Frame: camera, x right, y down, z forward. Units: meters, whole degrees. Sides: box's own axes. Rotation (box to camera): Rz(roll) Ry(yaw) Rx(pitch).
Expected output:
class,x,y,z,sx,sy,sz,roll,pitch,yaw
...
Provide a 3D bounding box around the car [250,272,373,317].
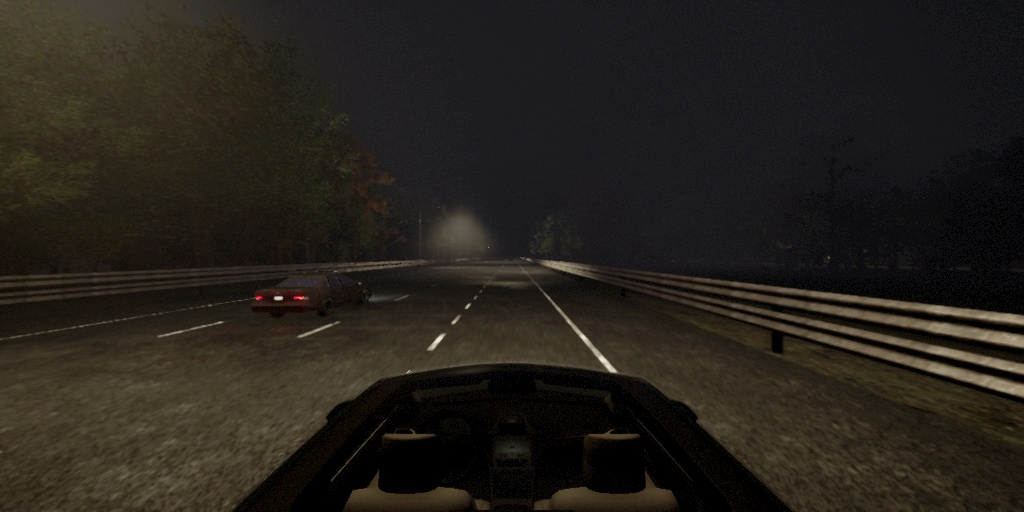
class,x,y,z,sx,sy,sz,roll,pitch,yaw
car,-6.950,1.306,13.154,2.033,1.411,5.357,0,0,0
